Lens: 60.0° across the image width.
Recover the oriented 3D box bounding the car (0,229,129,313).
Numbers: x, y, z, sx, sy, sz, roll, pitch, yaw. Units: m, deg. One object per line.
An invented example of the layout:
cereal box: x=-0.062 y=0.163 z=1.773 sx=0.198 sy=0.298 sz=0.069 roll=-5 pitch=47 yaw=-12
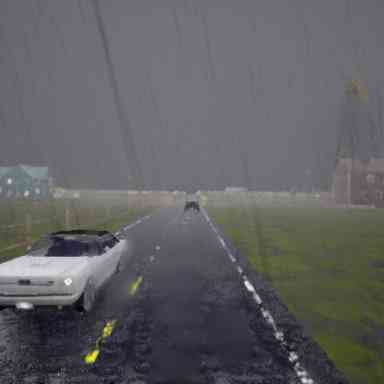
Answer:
car: x=-2.826 y=1.617 z=7.824 sx=1.895 sy=1.301 sz=4.718 roll=0 pitch=0 yaw=0

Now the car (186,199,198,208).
car: x=0.011 y=1.723 z=51.730 sx=1.895 sy=1.301 sz=4.718 roll=0 pitch=0 yaw=0

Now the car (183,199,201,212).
car: x=0.008 y=1.598 z=40.974 sx=1.837 sy=1.490 sz=4.892 roll=0 pitch=0 yaw=0
